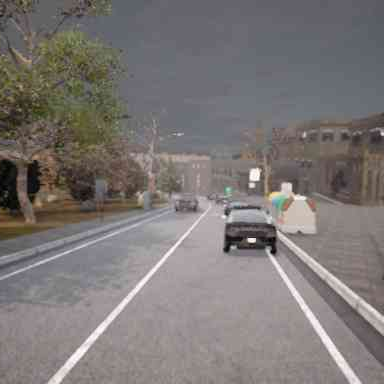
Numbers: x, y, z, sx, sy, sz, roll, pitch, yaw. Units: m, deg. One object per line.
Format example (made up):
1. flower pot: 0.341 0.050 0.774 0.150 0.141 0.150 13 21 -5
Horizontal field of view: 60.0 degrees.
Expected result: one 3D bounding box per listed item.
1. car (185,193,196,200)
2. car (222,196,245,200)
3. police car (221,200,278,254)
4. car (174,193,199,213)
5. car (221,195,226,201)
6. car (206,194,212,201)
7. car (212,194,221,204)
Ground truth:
1. car: -0.421 0.967 74.263 1.895 1.301 4.718 -1 1 -8
2. car: 3.231 1.320 23.314 1.882 1.535 5.008 1 0 6
3. police car: 2.208 1.345 13.428 1.930 1.638 5.238 1 0 6
4. car: -0.449 1.049 33.065 2.097 1.767 4.553 1 1 6
5. car: 3.849 1.145 29.276 2.097 1.767 4.553 1 1 6
6. car: 4.087 1.007 65.628 1.994 1.385 4.181 0 1 -6
7. car: 4.527 1.114 50.752 1.812 1.442 4.674 0 1 0
